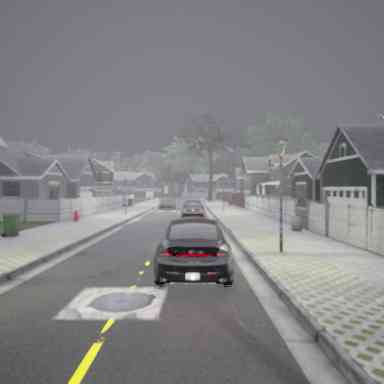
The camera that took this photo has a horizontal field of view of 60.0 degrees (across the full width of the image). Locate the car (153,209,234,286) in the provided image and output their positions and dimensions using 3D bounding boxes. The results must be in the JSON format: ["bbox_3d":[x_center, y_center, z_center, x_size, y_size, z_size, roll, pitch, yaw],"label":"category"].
[{"bbox_3d":[0.065,1.459,9.277,1.837,1.490,4.892,0,1,1],"label":"car"}]

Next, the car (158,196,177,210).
[{"bbox_3d":[-2.843,1.297,38.991,1.837,1.490,4.892,0,0,0],"label":"car"}]

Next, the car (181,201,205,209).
[{"bbox_3d":[0.086,1.406,27.280,2.033,1.411,5.357,0,0,0],"label":"car"}]
